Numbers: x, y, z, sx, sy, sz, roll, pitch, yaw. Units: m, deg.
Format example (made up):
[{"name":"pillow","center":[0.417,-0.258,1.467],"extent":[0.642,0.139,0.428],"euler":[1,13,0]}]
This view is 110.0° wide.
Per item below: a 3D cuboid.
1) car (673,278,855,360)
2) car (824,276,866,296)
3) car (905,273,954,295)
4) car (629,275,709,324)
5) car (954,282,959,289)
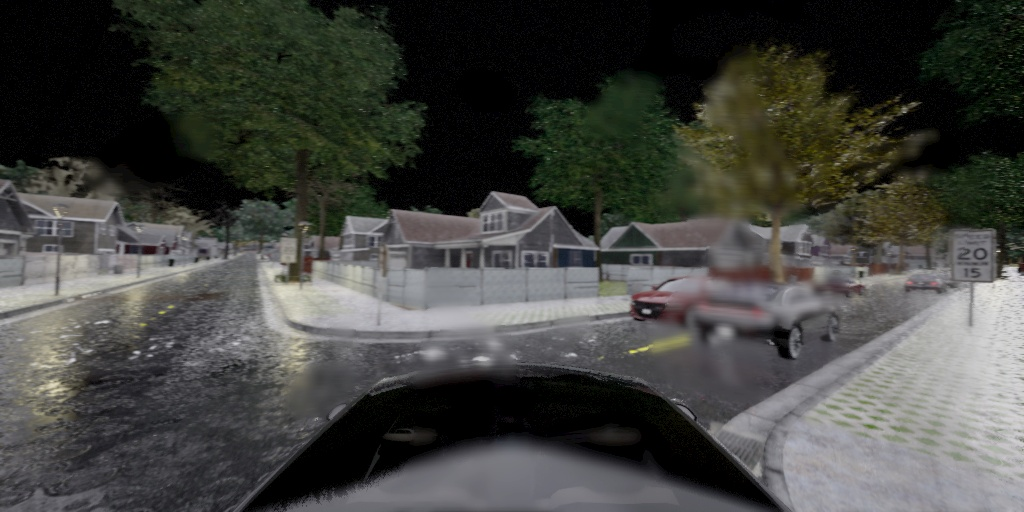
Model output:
[{"name":"car","center":[6.398,1.416,8.896],"extent":[4.902,1.511,2.128],"euler":[2,-1,-36]},{"name":"car","center":[21.077,1.962,23.166],"extent":[4.718,1.301,1.895],"euler":[2,-1,-36]},{"name":"car","center":[31.429,2.122,27.153],"extent":[5.357,1.411,2.033],"euler":[1,-1,-36]},{"name":"car","center":[6.035,1.436,12.163],"extent":[5.008,1.535,1.882],"euler":[1,-1,-36]},{"name":"car","center":[39.989,2.311,33.475],"extent":[4.181,1.385,1.994],"euler":[1,-1,-36]}]
